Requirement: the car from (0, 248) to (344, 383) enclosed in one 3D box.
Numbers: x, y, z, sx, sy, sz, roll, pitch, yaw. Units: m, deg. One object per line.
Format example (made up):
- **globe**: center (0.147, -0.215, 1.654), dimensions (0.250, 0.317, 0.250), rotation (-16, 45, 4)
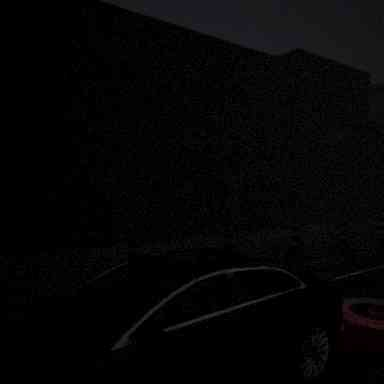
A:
- **car**: center (-0.225, 1.492, 3.830), dimensions (4.902, 1.511, 2.128), rotation (0, 0, -35)
